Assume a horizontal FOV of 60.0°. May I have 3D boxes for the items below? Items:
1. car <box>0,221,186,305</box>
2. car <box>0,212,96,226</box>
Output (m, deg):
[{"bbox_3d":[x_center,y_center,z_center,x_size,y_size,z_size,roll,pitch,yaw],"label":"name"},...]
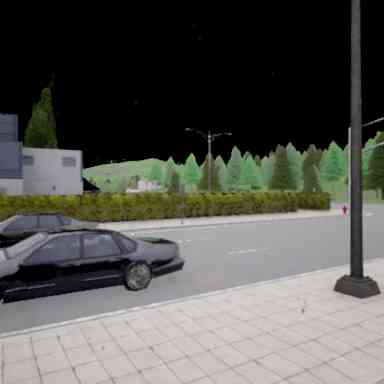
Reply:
[{"bbox_3d":[-2.791,1.543,7.507,5.357,1.411,2.033,0,0,-32],"label":"car"},{"bbox_3d":[-6.455,1.545,13.472,5.357,1.411,2.033,0,0,-32],"label":"car"}]
